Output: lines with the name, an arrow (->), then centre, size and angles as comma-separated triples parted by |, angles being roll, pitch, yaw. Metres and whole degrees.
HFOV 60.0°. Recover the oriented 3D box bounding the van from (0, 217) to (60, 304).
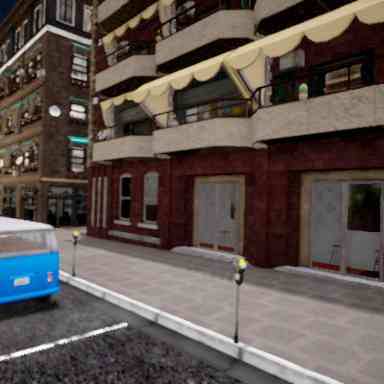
van -> -4.596, 1.534, 7.839 | 1.690, 1.788, 3.998 | 1, -1, -43
